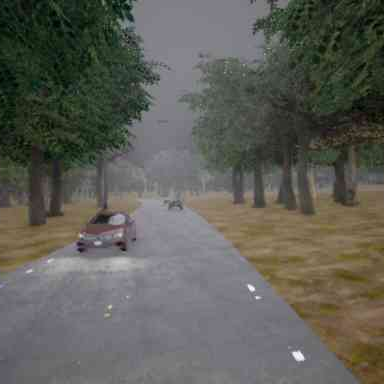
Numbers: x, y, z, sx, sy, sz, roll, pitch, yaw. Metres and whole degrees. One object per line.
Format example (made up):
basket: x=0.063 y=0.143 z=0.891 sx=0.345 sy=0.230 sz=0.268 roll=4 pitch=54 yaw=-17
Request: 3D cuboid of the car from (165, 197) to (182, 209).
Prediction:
car: x=-2.362 y=1.579 z=45.862 sx=1.837 sy=1.490 sz=4.892 roll=0 pitch=0 yaw=-6

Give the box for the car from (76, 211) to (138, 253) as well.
car: x=-3.410 y=1.553 z=14.086 sx=1.812 sy=1.442 sz=4.674 roll=0 pitch=0 yaw=-2
